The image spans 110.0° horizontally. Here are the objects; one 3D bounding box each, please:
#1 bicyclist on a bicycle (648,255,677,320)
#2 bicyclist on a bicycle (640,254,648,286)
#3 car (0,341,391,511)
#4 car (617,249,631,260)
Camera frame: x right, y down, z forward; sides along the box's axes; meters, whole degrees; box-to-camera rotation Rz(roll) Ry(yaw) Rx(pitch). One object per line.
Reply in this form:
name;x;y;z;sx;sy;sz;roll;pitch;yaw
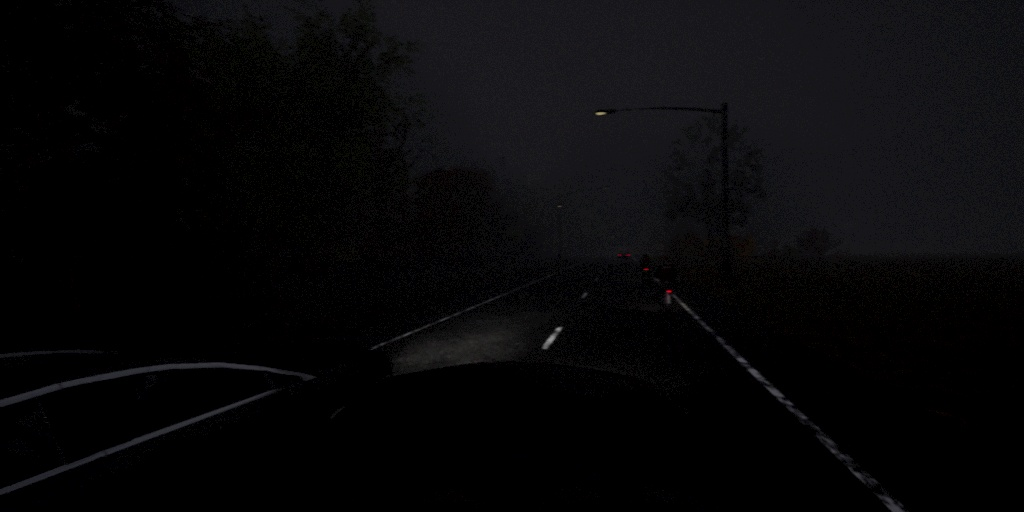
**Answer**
bicyclist on a bicycle;4.412;0.851;10.319;0.659;1.776;1.843;-1;1;17
bicyclist on a bicycle;6.981;0.708;18.720;0.582;1.620;1.656;-1;1;17
car;-2.648;1.288;2.149;2.128;1.511;4.902;-1;1;17
car;17.133;-0.147;54.889;2.033;1.411;5.357;-1;1;17
